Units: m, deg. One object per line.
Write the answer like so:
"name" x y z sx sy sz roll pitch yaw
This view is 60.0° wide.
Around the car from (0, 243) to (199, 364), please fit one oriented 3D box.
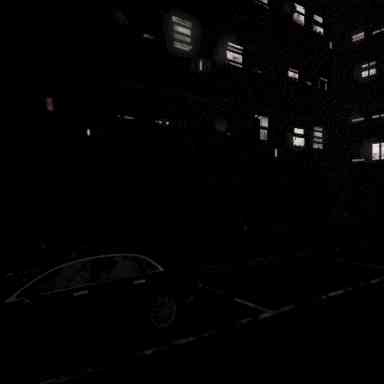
"car" -1.928 1.548 5.181 4.403 1.369 2.008 0 0 -36
